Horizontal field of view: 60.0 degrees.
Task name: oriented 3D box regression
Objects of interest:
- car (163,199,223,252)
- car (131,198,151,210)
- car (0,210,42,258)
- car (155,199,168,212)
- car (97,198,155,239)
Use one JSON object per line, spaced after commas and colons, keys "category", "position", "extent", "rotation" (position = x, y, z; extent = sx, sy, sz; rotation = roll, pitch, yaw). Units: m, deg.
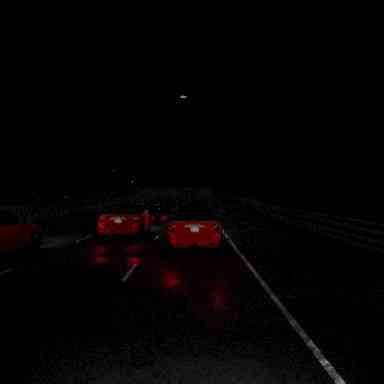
{"category": "car", "position": [0.103, 1.358, 14.017], "extent": [2.097, 1.767, 4.553], "rotation": [0, 0, 0]}
{"category": "car", "position": [-6.892, 1.568, 45.468], "extent": [2.033, 1.411, 5.357], "rotation": [0, 0, 0]}
{"category": "car", "position": [-6.898, 1.356, 11.169], "extent": [2.097, 1.767, 4.553], "rotation": [0, 0, 0]}
{"category": "car", "position": [-3.393, 1.507, 36.919], "extent": [2.128, 1.511, 4.902], "rotation": [0, 0, 0]}
{"category": "car", "position": [-3.399, 1.358, 17.424], "extent": [2.097, 1.767, 4.553], "rotation": [0, 0, 0]}
